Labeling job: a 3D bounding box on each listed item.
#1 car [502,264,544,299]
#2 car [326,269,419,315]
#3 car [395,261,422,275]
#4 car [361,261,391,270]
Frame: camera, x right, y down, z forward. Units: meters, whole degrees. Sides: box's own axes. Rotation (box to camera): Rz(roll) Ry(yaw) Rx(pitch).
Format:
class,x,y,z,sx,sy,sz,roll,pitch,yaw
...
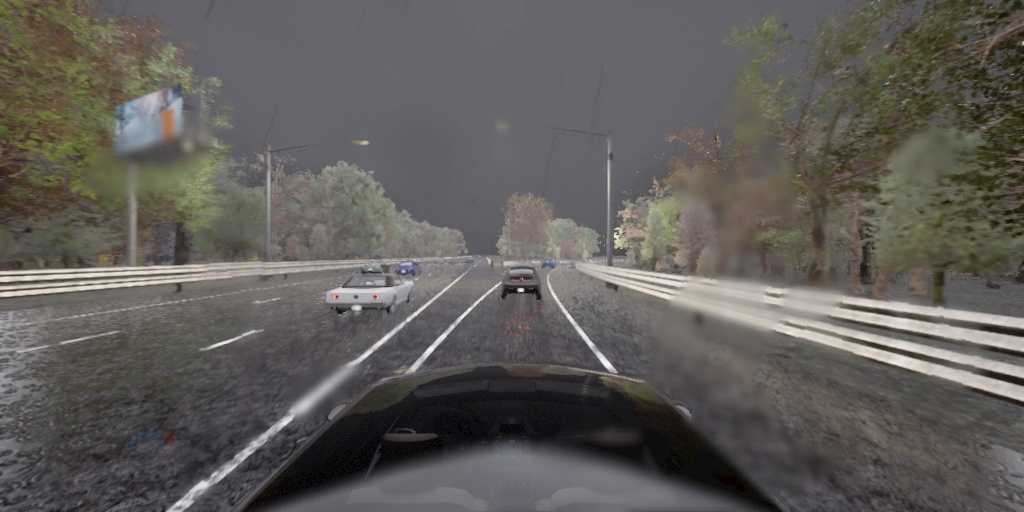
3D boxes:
class,x,y,z,sx,sy,sz,roll,pitch,yaw
car,0.523,1.264,18.263,1.837,1.490,4.892,0,0,3
car,-5.019,1.321,13.446,1.895,1.301,4.718,0,0,-4
car,-10.033,1.215,34.863,1.812,1.442,4.674,0,0,-4
car,-13.630,1.231,36.111,1.994,1.385,4.181,0,0,-4
